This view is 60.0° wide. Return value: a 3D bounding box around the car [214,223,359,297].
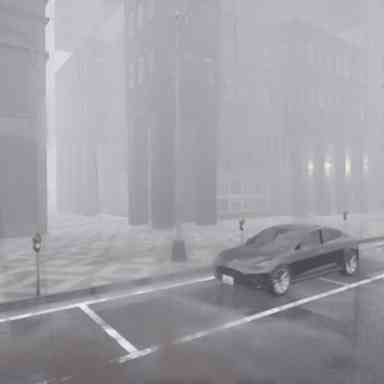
[{"bbox_3d":[2.553,1.511,8.473,4.313,1.339,1.947,-1,0,-36],"label":"car"}]
